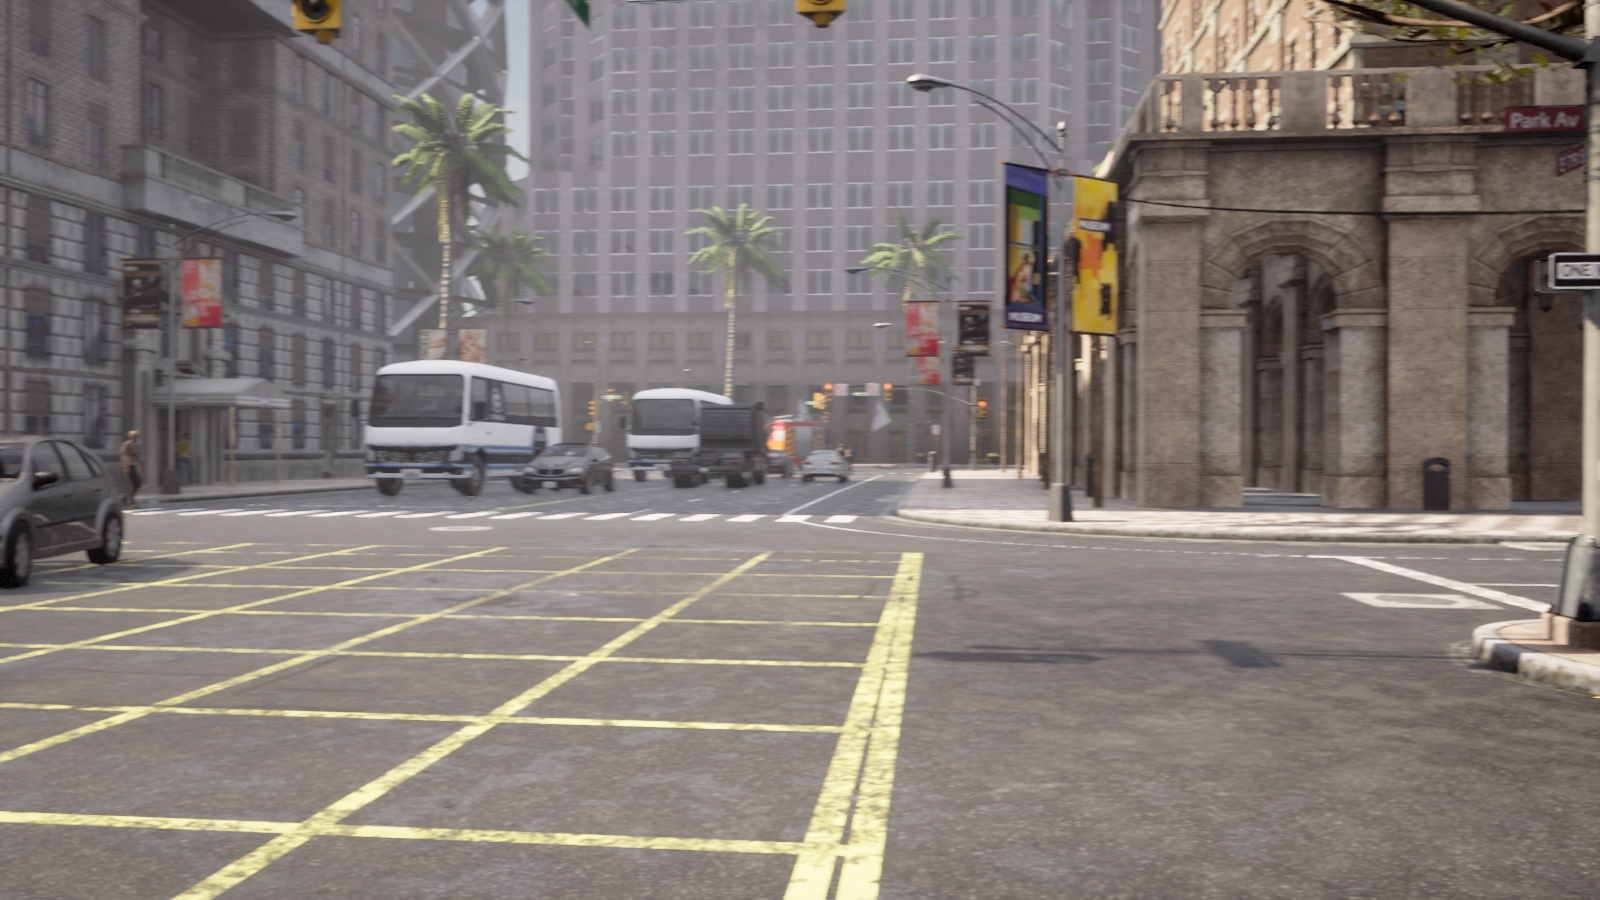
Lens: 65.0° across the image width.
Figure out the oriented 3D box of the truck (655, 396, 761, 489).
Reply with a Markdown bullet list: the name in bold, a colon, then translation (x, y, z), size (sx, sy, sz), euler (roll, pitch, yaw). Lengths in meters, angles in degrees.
- **truck**: translation (-3.557, -0.285, 50.746), size (2.891, 3.462, 7.936), euler (0, 0, 6)

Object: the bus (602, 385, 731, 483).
- **bus**: translation (-6.091, -0.687, 59.518), size (3.944, 4.253, 10.273), euler (0, 0, 6)

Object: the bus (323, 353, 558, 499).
- **bus**: translation (-11.544, -0.671, 41.911), size (3.944, 4.253, 10.273), euler (0, 0, 6)

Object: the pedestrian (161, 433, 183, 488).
- **pedestrian**: translation (-21.140, 0.362, 42.248), size (0.354, 1.836, 0.706), euler (0, 0, 3)

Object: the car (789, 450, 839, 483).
- **car**: translation (0.694, 0.717, 57.218), size (1.812, 1.442, 4.674), euler (0, 0, 6)

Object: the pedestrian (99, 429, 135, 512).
- **pedestrian**: translation (-15.438, 0.462, 28.384), size (0.634, 1.846, 0.331), euler (0, 0, 7)

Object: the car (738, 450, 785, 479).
- **car**: translation (-1.942, 0.710, 65.090), size (1.812, 1.442, 4.674), euler (0, 0, 6)

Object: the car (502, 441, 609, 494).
- **car**: translation (-8.043, 0.549, 41.768), size (2.242, 1.667, 4.611), euler (0, 0, 6)

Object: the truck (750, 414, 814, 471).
- **truck**: translation (-1.385, -0.502, 89.032), size (2.891, 3.827, 8.468), euler (0, 0, -12)

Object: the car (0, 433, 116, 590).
- **car**: translation (-9.405, 0.628, 14.168), size (1.851, 1.617, 3.988), euler (0, 0, -11)
